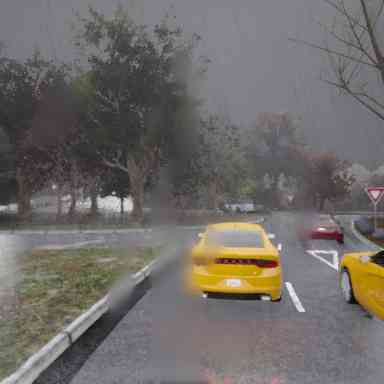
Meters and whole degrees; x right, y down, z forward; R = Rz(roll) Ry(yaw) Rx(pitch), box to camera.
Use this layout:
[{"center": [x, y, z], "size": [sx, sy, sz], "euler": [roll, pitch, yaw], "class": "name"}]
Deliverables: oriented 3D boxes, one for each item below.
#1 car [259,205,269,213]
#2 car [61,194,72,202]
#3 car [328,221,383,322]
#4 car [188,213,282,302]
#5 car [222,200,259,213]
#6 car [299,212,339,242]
[{"center": [9.057, 2.516, 49.111], "size": [1.895, 1.301, 4.718], "euler": [1, -2, -29], "class": "car"}, {"center": [-32.853, 1.883, 85.267], "size": [1.946, 1.575, 5.366], "euler": [0, 2, -12], "class": "car"}, {"center": [3.896, 1.488, 5.065], "size": [1.882, 1.535, 5.008], "euler": [0, 0, 5], "class": "car"}, {"center": [1.116, 1.517, 8.497], "size": [1.882, 1.535, 5.008], "euler": [0, -1, 8], "class": "car"}, {"center": [6.477, 2.089, 47.234], "size": [2.150, 2.045, 5.566], "euler": [1, -1, -28], "class": "car"}, {"center": [6.537, 1.708, 17.073], "size": [1.994, 1.385, 4.181], "euler": [0, -1, 18], "class": "car"}]
